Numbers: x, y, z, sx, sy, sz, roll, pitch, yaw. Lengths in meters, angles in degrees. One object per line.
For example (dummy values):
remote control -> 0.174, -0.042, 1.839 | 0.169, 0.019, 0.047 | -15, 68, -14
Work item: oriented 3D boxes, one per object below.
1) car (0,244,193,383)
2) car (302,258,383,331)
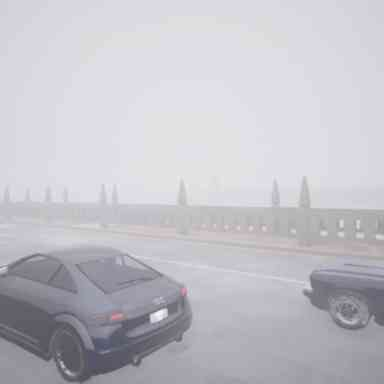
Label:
car -> -2.052, 1.588, 5.516 | 4.181, 1.385, 1.994 | 0, 0, 36
car -> 4.302, 1.603, 5.236 | 4.718, 1.301, 1.895 | 0, 0, 35
